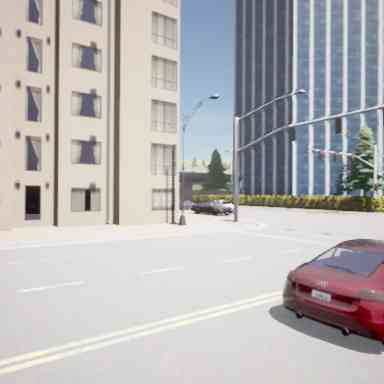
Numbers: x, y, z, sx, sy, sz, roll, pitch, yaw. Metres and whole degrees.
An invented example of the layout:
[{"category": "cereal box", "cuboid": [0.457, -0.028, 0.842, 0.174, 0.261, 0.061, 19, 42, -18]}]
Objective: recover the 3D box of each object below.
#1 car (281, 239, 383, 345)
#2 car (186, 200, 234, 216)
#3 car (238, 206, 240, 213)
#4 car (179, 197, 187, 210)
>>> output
[{"category": "car", "cuboid": [3.680, 1.616, 6.393, 4.181, 1.385, 1.994, 0, 0, -35]}, {"category": "car", "cuboid": [2.018, 1.717, 35.163, 2.033, 1.411, 5.357, 1, 0, -35]}, {"category": "car", "cuboid": [3.620, 1.722, 39.027, 1.812, 1.442, 4.674, 1, 0, -35]}, {"category": "car", "cuboid": [-1.504, 1.549, 46.391, 2.097, 1.767, 4.553, 1, 0, -35]}]
